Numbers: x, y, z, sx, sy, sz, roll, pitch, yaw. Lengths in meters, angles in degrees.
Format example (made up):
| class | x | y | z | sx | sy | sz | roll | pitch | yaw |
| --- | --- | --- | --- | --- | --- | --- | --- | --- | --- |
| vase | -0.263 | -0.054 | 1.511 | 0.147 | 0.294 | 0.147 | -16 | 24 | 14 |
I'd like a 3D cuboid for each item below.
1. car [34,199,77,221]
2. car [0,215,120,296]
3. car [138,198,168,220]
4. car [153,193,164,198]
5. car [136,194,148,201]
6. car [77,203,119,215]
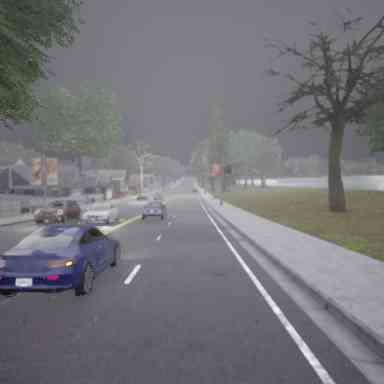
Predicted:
| class | x | y | z | sx | sy | sz | roll | pitch | yaw |
| --- | --- | --- | --- | --- | --- | --- | --- | --- | --- |
| car | -9.860 | 1.379 | 24.819 | 2.097 | 1.767 | 4.553 | 0 | 0 | 0 |
| car | -3.167 | 1.545 | 8.587 | 1.812 | 1.442 | 4.674 | 0 | 0 | 0 |
| car | -3.166 | 1.561 | 28.748 | 2.033 | 1.411 | 5.357 | 0 | 0 | 0 |
| car | -6.544 | 1.047 | 65.331 | 1.837 | 1.490 | 4.892 | 0 | 1 | 0 |
| car | -9.789 | 1.146 | 65.309 | 1.895 | 1.301 | 4.718 | 0 | 1 | 0 |
| car | -6.611 | 1.554 | 24.518 | 1.812 | 1.442 | 4.674 | 0 | 0 | 0 |
